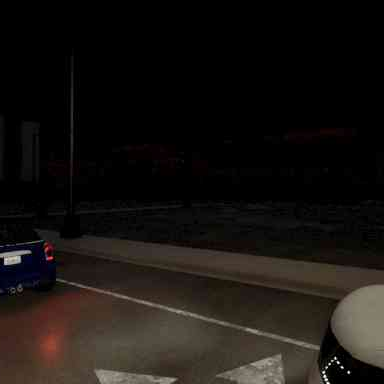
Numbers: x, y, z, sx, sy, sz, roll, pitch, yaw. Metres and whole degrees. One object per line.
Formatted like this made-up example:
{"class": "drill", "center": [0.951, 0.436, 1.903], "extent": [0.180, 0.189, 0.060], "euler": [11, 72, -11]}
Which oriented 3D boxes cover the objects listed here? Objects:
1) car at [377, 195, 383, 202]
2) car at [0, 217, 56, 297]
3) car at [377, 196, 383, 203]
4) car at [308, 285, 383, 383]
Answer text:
{"class": "car", "center": [39.901, 1.368, 67.972], "extent": [1.853, 1.218, 4.536], "euler": [1, 1, 6]}
{"class": "car", "center": [-5.217, 1.351, 7.719], "extent": [4.553, 1.767, 2.097], "euler": [0, 0, 36]}
{"class": "car", "center": [39.894, 1.526, 67.922], "extent": [2.038, 1.542, 4.974], "euler": [1, 1, 6]}
{"class": "car", "center": [3.456, 1.212, 1.519], "extent": [5.566, 2.045, 2.150], "euler": [0, 0, 36]}
